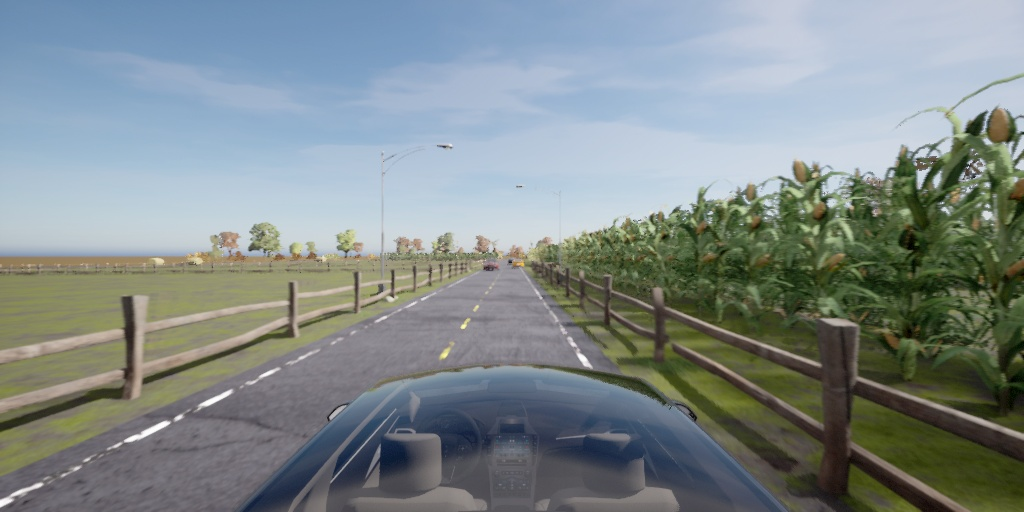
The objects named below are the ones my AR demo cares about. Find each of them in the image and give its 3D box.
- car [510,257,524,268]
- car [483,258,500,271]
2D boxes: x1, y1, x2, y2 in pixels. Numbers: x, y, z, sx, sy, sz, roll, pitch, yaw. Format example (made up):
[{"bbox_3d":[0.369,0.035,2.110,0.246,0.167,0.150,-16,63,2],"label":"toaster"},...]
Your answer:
[{"bbox_3d":[0.996,1.238,59.872,1.882,1.535,5.008,0,0,0],"label":"car"},{"bbox_3d":[-2.798,1.108,49.340,2.097,1.767,4.553,0,0,0],"label":"car"}]
